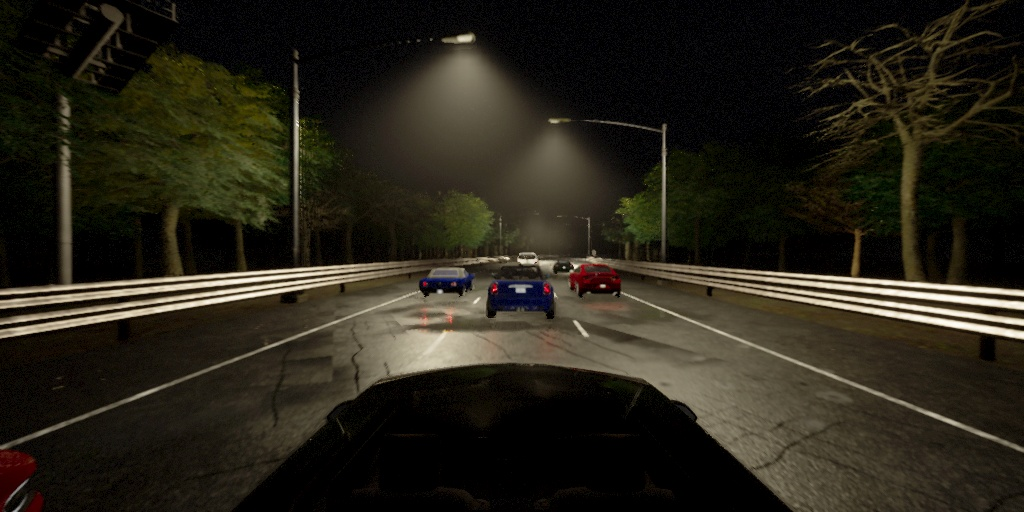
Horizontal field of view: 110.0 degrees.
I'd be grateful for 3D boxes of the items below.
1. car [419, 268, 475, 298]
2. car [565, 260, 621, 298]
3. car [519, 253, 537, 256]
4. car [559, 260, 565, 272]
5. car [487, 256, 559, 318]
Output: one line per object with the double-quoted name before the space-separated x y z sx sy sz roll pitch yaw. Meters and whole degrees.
"car" -3.023 1.235 17.704 1.895 1.301 4.718 0 0 2
"car" 3.994 1.121 17.853 1.882 1.535 5.008 0 0 2
"car" 1.605 0.741 35.316 2.150 2.045 5.566 0 0 5
"car" 5.287 1.077 37.083 1.994 1.385 4.181 0 0 5
"car" 0.314 1.025 12.797 2.097 1.767 4.553 0 0 2
